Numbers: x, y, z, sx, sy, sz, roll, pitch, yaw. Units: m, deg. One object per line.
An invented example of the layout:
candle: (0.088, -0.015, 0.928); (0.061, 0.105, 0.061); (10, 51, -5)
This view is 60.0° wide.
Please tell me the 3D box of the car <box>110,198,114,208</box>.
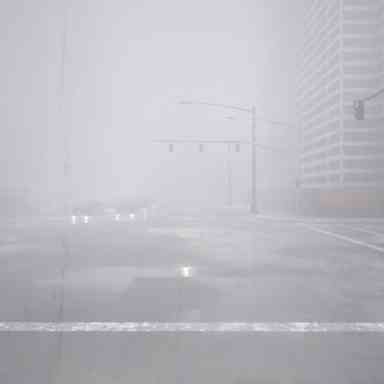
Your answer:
car: (-10.558, 1.547, 44.410); (2.033, 1.411, 5.357); (0, 0, 0)

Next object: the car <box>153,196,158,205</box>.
car: (-7.023, 1.505, 57.255); (1.837, 1.490, 4.892); (0, 0, 0)

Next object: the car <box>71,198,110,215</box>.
car: (-10.543, 1.547, 34.335); (2.033, 1.411, 5.357); (0, 0, 4)

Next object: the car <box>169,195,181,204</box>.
car: (-3.451, 1.491, 64.233); (2.128, 1.511, 4.902); (0, 0, 0)

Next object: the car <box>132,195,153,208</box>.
car: (-7.043, 1.505, 46.985); (1.837, 1.490, 4.892); (0, 0, 0)

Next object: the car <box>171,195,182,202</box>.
car: (-3.444, 1.354, 74.517); (2.128, 1.511, 4.902); (0, 0, 0)

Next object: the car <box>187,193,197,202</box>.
car: (0.056, 1.184, 74.484); (2.097, 1.767, 4.553); (0, 0, 0)

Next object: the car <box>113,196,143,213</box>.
car: (-7.061, 1.526, 37.036); (1.812, 1.442, 4.674); (0, 0, 0)

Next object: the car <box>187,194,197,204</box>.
car: (0.049, 1.547, 64.230); (2.033, 1.411, 5.357); (0, 0, 0)
